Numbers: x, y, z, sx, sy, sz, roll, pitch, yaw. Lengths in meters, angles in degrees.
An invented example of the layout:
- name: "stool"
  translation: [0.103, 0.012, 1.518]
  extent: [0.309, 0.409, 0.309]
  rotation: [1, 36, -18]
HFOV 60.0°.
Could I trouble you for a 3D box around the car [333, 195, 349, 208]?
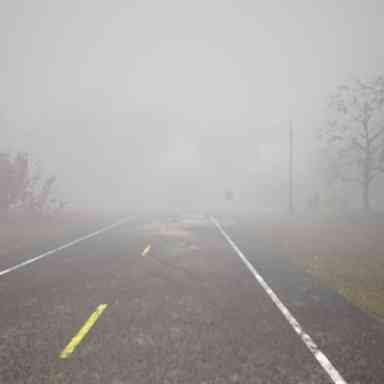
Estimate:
- name: "car"
  translation: [20.154, 1.421, 49.193]
  extent: [5.566, 2.045, 2.150]
  rotation: [-1, 0, 0]
